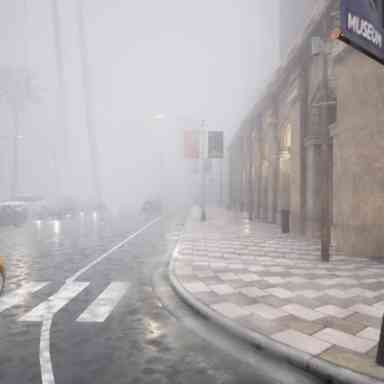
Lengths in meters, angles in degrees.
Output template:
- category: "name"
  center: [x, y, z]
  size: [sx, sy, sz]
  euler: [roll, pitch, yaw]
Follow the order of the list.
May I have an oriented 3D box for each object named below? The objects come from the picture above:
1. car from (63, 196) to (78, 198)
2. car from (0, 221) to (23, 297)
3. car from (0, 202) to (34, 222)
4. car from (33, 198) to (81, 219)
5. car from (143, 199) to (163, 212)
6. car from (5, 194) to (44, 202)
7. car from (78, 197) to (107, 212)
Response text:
- category: "car"
  center: [-14.923, 1.348, 40.321]
  size: [2.097, 1.767, 4.553]
  euler: [0, 0, 1]
- category: "car"
  center: [-4.935, 1.494, 5.183]
  size: [1.882, 1.535, 5.008]
  euler: [0, 0, 1]
- category: "car"
  center: [-11.851, 1.545, 19.757]
  size: [2.033, 1.411, 5.357]
  euler: [0, 0, 1]
- category: "car"
  center: [-11.688, 1.523, 29.184]
  size: [1.812, 1.442, 4.674]
  euler: [0, 0, 1]
- category: "car"
  center: [-4.397, 1.500, 37.976]
  size: [2.128, 1.511, 4.902]
  euler: [0, 0, 1]
- category: "car"
  center: [-15.176, 1.218, 29.999]
  size: [2.150, 2.045, 5.566]
  euler: [0, 0, 1]
- category: "car"
  center: [-11.451, 1.522, 39.071]
  size: [1.812, 1.442, 4.674]
  euler: [0, 0, 1]
